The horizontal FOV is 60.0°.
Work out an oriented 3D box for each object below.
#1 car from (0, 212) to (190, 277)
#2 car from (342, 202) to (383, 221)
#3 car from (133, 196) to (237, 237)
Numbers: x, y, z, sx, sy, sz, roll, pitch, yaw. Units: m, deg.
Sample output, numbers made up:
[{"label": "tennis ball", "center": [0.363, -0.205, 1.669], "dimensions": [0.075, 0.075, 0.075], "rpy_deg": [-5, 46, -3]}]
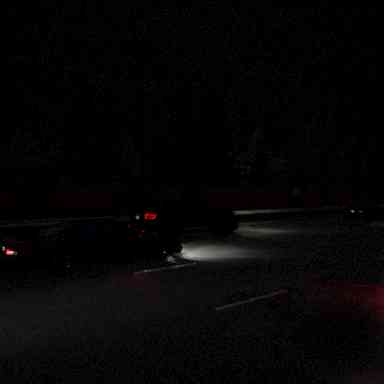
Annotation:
[{"label": "car", "center": [-2.922, 1.547, 10.276], "dimensions": [5.357, 1.411, 2.033], "rpy_deg": [0, 0, -36]}, {"label": "car", "center": [14.508, 1.547, 27.255], "dimensions": [5.357, 1.411, 2.033], "rpy_deg": [0, 0, -35]}, {"label": "car", "center": [-0.289, 1.222, 16.505], "dimensions": [5.566, 2.045, 2.150], "rpy_deg": [0, 0, -36]}]
